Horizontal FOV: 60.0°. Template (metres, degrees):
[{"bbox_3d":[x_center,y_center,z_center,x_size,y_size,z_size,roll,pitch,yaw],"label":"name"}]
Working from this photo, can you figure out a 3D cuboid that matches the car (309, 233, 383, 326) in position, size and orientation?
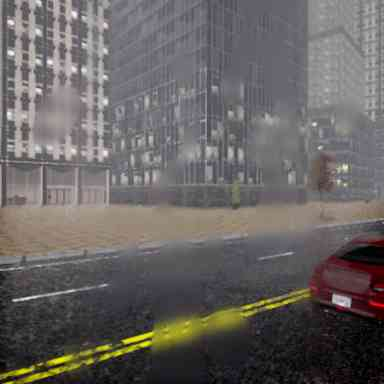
[{"bbox_3d":[4.193,1.547,6.606,4.674,1.442,1.812,0,0,-37],"label":"car"}]
